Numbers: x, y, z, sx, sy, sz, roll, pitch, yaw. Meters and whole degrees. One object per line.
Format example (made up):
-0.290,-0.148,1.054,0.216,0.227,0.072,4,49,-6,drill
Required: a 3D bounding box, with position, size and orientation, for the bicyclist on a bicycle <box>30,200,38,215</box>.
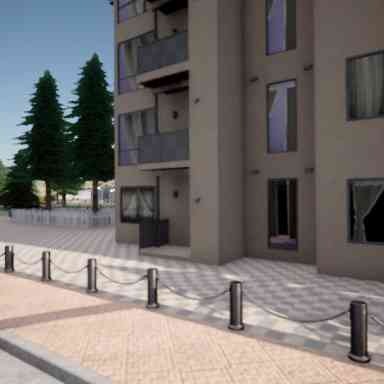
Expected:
-15.923,1.595,33.455,1.656,1.620,0.582,-1,-1,35,bicyclist on a bicycle
